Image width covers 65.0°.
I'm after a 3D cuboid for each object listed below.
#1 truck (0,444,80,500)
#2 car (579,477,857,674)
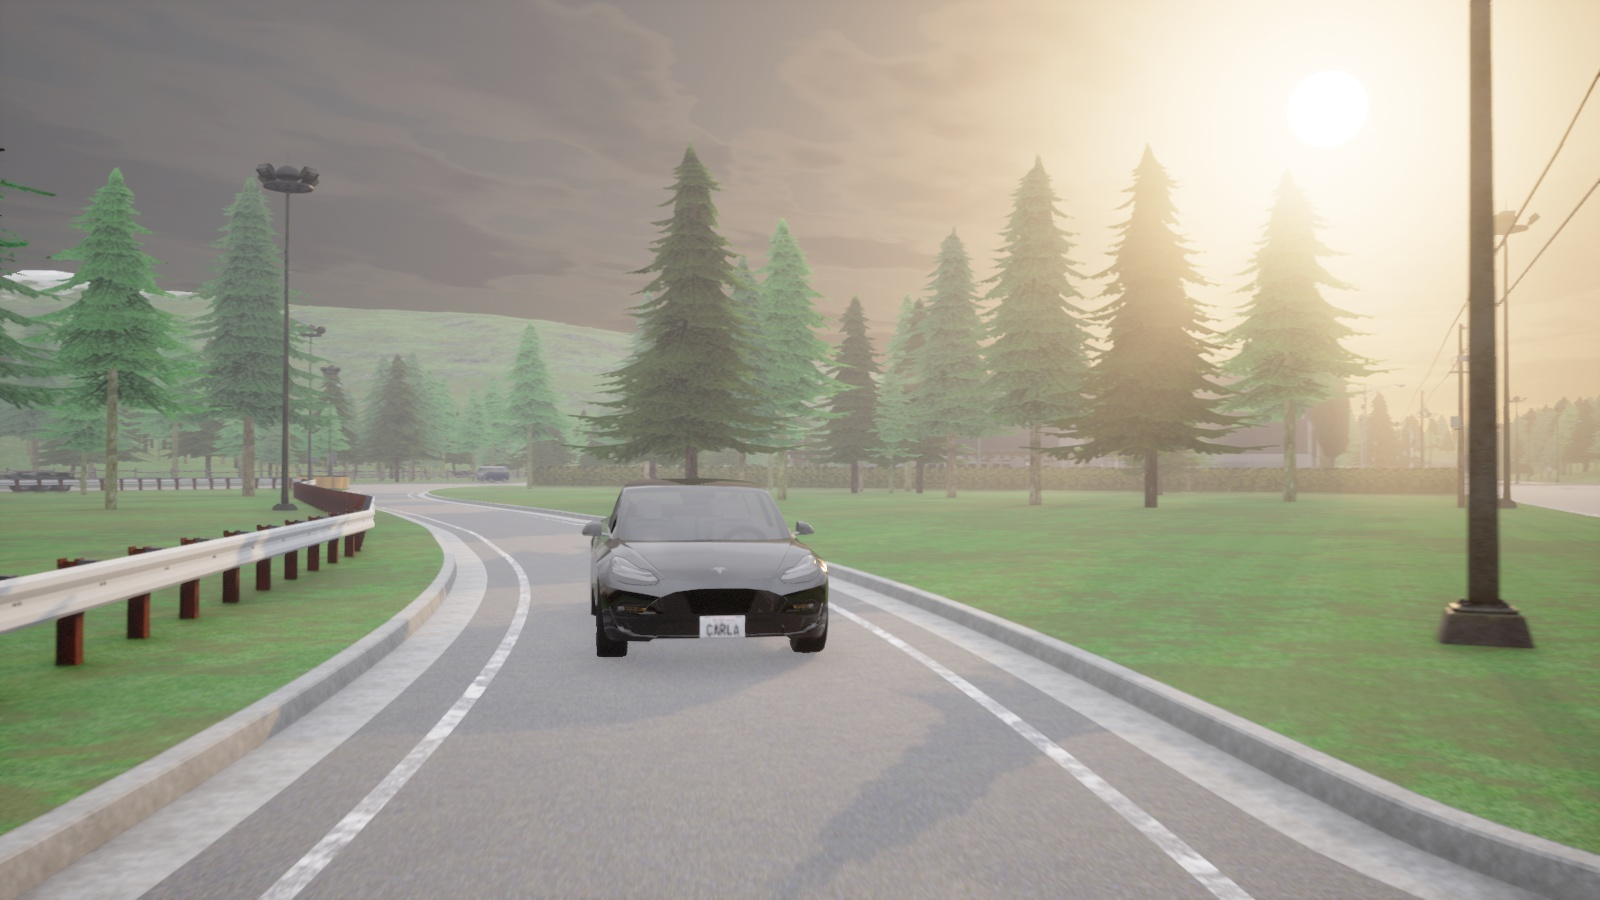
[{"bbox_3d":[-49.603,1.379,78.408,2.891,3.462,7.936,-1,-1,24],"label":"truck"},{"bbox_3d":[-1.042,1.025,12.278,2.163,1.488,4.792,0,-1,-10],"label":"car"}]
